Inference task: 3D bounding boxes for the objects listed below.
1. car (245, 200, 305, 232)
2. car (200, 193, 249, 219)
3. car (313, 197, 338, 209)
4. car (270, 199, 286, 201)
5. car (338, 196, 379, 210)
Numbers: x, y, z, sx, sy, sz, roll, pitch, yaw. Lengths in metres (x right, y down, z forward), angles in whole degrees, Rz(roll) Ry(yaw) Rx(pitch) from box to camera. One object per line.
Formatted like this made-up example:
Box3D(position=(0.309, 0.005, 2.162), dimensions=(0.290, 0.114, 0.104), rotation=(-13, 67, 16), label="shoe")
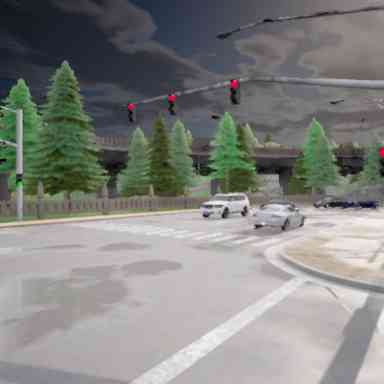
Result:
Box3D(position=(5.213, 1.452, 19.757), dimensions=(1.812, 1.442, 4.674), rotation=(0, 0, 36), label="car")
Box3D(position=(2.954, 1.141, 28.691), dimensions=(2.150, 2.045, 5.566), rotation=(0, 0, 37), label="car")
Box3D(position=(17.796, 1.404, 42.871), dimensions=(4.892, 1.490, 1.837), rotation=(0, 0, -27), label="car")
Box3D(position=(9.462, 1.457, 36.653), dimensions=(2.033, 1.411, 5.357), rotation=(0, 0, 44), label="car")
Box3D(position=(20.411, 1.252, 40.159), dimensions=(4.553, 1.767, 2.097), rotation=(0, 0, -28), label="car")
